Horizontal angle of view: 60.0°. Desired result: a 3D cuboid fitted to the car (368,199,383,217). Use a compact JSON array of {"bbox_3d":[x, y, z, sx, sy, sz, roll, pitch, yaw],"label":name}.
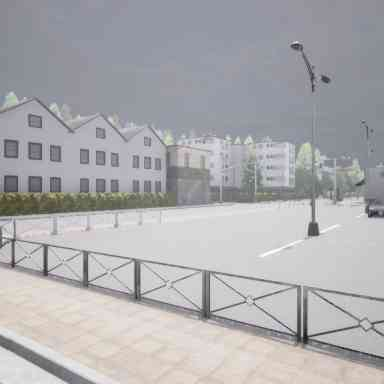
[{"bbox_3d":[15.443,1.298,26.791,2.007,1.523,4.514,0,0,35],"label":"car"}]
